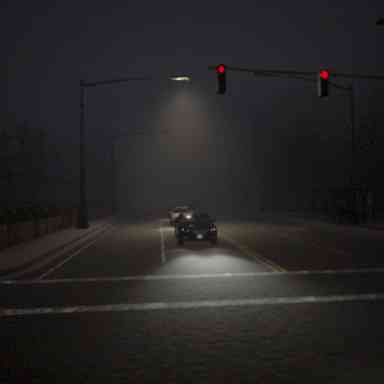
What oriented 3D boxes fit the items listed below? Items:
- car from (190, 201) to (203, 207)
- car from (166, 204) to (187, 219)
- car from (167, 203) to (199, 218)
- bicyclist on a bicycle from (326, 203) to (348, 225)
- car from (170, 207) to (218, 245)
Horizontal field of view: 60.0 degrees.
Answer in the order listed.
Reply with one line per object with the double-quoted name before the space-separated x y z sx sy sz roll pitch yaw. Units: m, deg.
"car" 0.488 2.116 51.761 2.097 1.767 4.553 0 -1 -6
"car" -1.826 2.116 37.644 2.033 1.411 5.357 0 -1 -5
"car" -0.840 1.946 27.421 1.812 1.442 4.674 0 -1 -6
"bicyclist on a bicycle" 10.510 1.610 24.070 1.656 1.620 0.582 0 -1 -6
"car" 0.126 1.767 17.392 2.128 1.511 4.902 0 -1 -6
